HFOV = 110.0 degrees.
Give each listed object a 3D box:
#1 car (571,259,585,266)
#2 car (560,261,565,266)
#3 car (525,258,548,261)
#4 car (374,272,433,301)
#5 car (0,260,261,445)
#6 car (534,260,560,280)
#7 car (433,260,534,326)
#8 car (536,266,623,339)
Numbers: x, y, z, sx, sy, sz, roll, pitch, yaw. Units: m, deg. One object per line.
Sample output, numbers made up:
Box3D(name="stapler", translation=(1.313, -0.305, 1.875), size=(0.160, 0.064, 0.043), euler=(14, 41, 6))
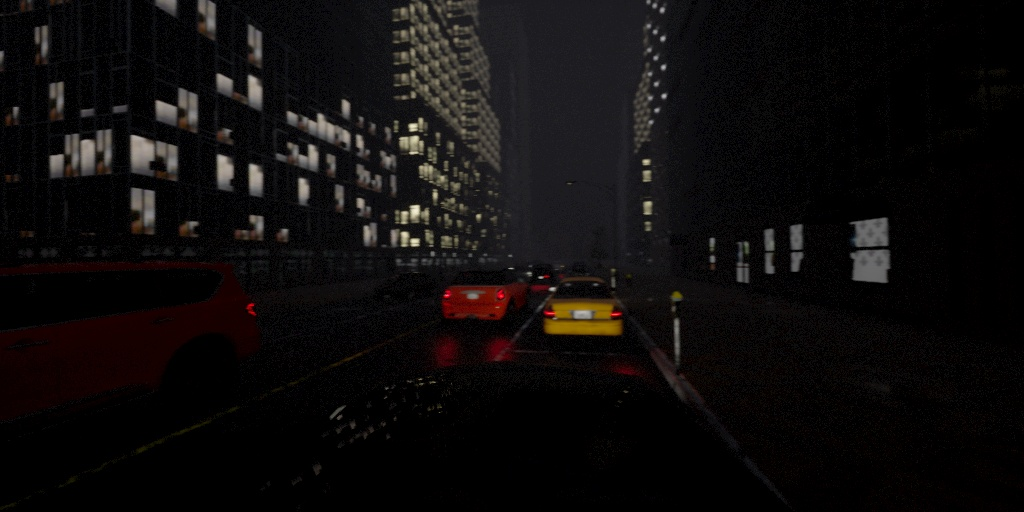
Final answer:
Box3D(name="car", translation=(8.357, 1.404, 44.922), size=(1.948, 1.339, 4.313), euler=(0, 0, 11))
Box3D(name="car", translation=(5.902, 1.412, 46.444), size=(1.812, 1.442, 4.674), euler=(-1, 0, 11))
Box3D(name="car", translation=(3.633, 1.295, 50.481), size=(2.097, 1.767, 4.553), euler=(-1, 0, 11))
Box3D(name="car", translation=(-5.340, 1.495, 18.617), size=(1.948, 1.339, 4.313), euler=(0, 0, 11))
Box3D(name="car", translation=(-5.635, 1.075, 3.746), size=(2.150, 2.045, 5.566), euler=(-1, 0, 11))
Box3D(name="car", translation=(2.643, 1.359, 29.302), size=(1.837, 1.490, 4.892), euler=(-1, 0, 11))
Box3D(name="car", translation=(-0.700, 1.172, 12.271), size=(2.097, 1.767, 4.553), euler=(-1, 0, 11))
Box3D(name="car", translation=(1.981, 1.221, 10.090), size=(1.801, 1.575, 5.366), euler=(-1, 0, 11))
